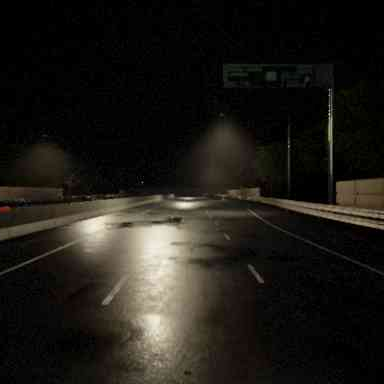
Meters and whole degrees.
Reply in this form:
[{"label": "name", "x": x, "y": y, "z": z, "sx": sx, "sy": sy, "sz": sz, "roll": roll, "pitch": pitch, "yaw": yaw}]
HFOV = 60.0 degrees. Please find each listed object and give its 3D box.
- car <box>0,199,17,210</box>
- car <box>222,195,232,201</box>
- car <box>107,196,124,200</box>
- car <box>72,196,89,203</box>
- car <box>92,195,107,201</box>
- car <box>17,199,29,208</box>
[{"label": "car", "x": -14.093, "y": 1.348, "z": 22.164, "sx": 2.097, "sy": 1.767, "sz": 4.553, "roll": 0, "pitch": 0, "yaw": 0}, {"label": "car", "x": 7.000, "y": 1.298, "z": 66.729, "sx": 1.882, "sy": 1.535, "sz": 5.008, "roll": 0, "pitch": 0, "yaw": 0}, {"label": "car", "x": -14.013, "y": 1.497, "z": 63.096, "sx": 2.128, "sy": 1.511, "sz": 4.902, "roll": 0, "pitch": 0, "yaw": 0}, {"label": "car", "x": -21.006, "y": 1.477, "z": 62.913, "sx": 1.882, "sy": 1.535, "sz": 5.008, "roll": 0, "pitch": 0, "yaw": 0}, {"label": "car", "x": -17.509, "y": 1.351, "z": 63.449, "sx": 2.097, "sy": 1.767, "sz": 4.553, "roll": 0, "pitch": 0, "yaw": 0}, {"label": "car", "x": -23.861, "y": 1.597, "z": 44.883, "sx": 1.895, "sy": 1.301, "sz": 4.718, "roll": 0, "pitch": 0, "yaw": -3}]
